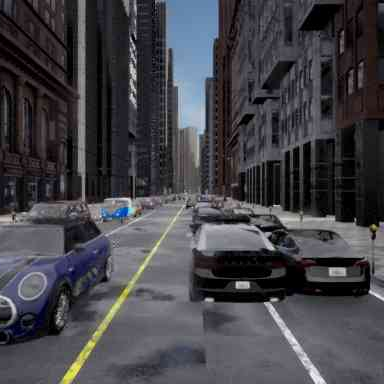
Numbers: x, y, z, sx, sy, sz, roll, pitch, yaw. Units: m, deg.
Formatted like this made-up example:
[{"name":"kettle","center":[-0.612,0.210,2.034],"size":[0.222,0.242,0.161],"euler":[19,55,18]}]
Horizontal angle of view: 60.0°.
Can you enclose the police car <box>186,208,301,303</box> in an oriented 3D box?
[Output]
[{"name":"police car","center":[0.885,1.427,8.409],"size":[1.930,1.638,5.238],"euler":[0,0,0]}]

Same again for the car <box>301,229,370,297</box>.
[{"name":"car","center":[2.791,1.566,8.446],"size":[1.947,1.339,4.313],"euler":[0,0,0]}]

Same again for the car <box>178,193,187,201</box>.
[{"name":"car","center":[-2.721,1.558,87.284],"size":[1.837,1.490,4.892],"euler":[0,0,0]}]

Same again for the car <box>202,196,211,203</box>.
[{"name":"car","center":[2.988,1.619,70.068],"size":[1.802,1.307,4.206],"euler":[0,0,0]}]

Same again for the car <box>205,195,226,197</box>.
[{"name":"car","center":[2.881,1.327,36.456],"size":[2.192,1.841,5.009],"euler":[0,0,0]}]

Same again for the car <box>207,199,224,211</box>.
[{"name":"car","center":[2.898,1.598,42.058],"size":[1.802,1.307,4.206],"euler":[0,0,0]}]

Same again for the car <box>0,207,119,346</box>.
[{"name":"car","center":[-3.080,1.352,6.674],"size":[2.097,1.767,4.553],"euler":[0,0,0]}]

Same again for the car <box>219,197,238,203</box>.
[{"name":"car","center":[2.845,1.446,25.252],"size":[1.967,1.590,4.097],"euler":[0,0,0]}]

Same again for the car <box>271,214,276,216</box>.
[{"name":"car","center":[2.809,1.568,14.048],"size":[1.947,1.339,4.313],"euler":[0,0,0]}]

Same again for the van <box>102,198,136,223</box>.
[{"name":"van","center":[-5.680,1.347,25.265],"size":[1.690,1.788,3.998],"euler":[0,0,0]}]

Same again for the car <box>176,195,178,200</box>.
[{"name":"car","center":[-5.483,1.597,86.884],"size":[1.887,1.381,4.507],"euler":[0,0,0]}]

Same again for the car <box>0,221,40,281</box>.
[{"name":"car","center":[-5.734,1.583,8.460],"size":[1.802,1.307,4.206],"euler":[0,0,0]}]

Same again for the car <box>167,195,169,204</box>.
[{"name":"car","center":[-5.573,1.610,58.875],"size":[1.802,1.307,4.206],"euler":[0,0,0]}]

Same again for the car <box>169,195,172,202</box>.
[{"name":"car","center":[-5.555,1.598,64.477],"size":[1.947,1.339,4.313],"euler":[0,0,0]}]

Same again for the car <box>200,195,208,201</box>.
[{"name":"car","center":[3.042,1.597,86.874],"size":[1.887,1.381,4.507],"euler":[0,0,0]}]

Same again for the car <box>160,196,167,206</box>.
[{"name":"car","center":[-5.590,1.464,53.274],"size":[1.967,1.590,4.097],"euler":[0,0,0]}]

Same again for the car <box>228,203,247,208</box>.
[{"name":"car","center":[2.827,1.554,19.649],"size":[2.008,1.369,4.403],"euler":[0,0,0]}]

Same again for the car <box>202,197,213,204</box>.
[{"name":"car","center":[2.970,1.614,64.466],"size":[1.802,1.307,4.206],"euler":[0,0,0]}]

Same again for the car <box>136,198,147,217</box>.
[{"name":"car","center":[-5.663,1.534,30.697],"size":[1.752,1.417,4.829],"euler":[0,0,0]}]

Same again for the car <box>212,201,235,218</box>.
[{"name":"car","center":[2.863,1.591,30.853],"size":[1.802,1.307,4.206],"euler":[0,0,0]}]

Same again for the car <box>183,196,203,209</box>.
[{"name":"car","center":[0.170,1.582,45.688],"size":[1.994,1.385,4.181],"euler":[0,0,1]}]

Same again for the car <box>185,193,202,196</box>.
[{"name":"car","center":[0.198,1.522,61.960],"size":[2.128,1.511,4.902],"euler":[0,0,0]}]

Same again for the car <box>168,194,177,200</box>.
[{"name":"car","center":[-5.464,1.373,92.486],"size":[2.192,1.841,5.009],"euler":[0,0,0]}]

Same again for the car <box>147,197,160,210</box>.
[{"name":"car","center":[-5.626,1.456,42.071],"size":[1.967,1.590,4.097],"euler":[0,0,0]}]

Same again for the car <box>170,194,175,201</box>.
[{"name":"car","center":[-5.519,1.593,75.680],"size":[2.008,1.369,4.403],"euler":[0,0,0]}]

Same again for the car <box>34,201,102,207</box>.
[{"name":"car","center":[-5.715,1.317,14.062],"size":[2.192,1.841,5.009],"euler":[0,0,0]}]

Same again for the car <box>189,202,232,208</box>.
[{"name":"car","center":[0.898,1.508,18.303],"size":[1.837,1.490,4.892],"euler":[0,0,0]}]

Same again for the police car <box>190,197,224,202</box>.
[{"name":"police car","center":[0.977,1.431,24.412],"size":[1.930,1.638,5.238],"euler":[0,0,0]}]
